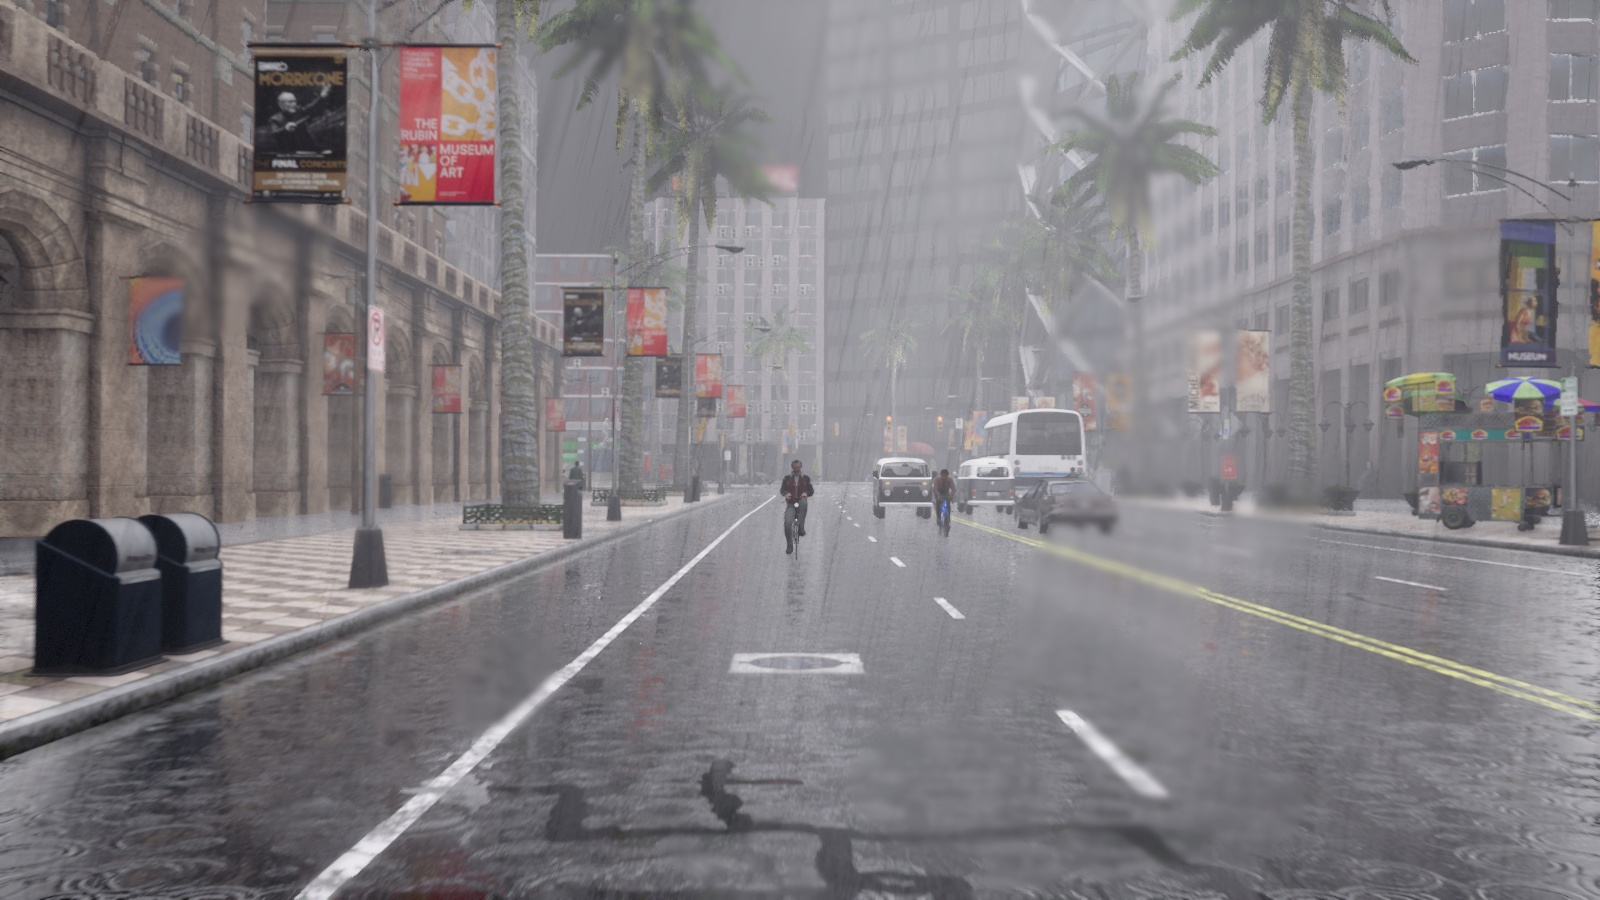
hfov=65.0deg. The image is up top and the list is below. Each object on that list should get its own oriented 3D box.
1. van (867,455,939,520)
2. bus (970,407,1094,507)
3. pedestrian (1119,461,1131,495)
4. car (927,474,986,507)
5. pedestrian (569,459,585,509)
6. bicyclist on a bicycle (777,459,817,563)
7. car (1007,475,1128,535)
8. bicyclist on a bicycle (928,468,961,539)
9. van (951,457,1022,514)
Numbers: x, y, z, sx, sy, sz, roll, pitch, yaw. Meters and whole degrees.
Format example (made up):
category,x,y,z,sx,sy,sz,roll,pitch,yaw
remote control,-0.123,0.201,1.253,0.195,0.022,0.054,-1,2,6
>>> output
category,x,y,z,sx,sy,sz,roll,pitch,yaw
van,3.414,1.232,42.244,2.069,2.038,4.480,0,-1,0
bus,10.565,0.377,58.603,3.944,4.253,10.273,0,-1,1
pedestrian,18.351,1.585,70.898,0.402,1.930,0.666,0,-1,-9
car,7.058,1.790,57.118,2.033,1.411,5.357,0,-1,1
pedestrian,-8.825,1.339,49.724,0.423,1.949,0.788,0,-1,3
bicyclist on a bicycle,-0.054,1.058,22.276,0.659,1.776,1.843,0,-1,0
car,6.921,1.389,33.135,2.033,1.411,5.357,0,-1,0
bicyclist on a bicycle,3.428,1.254,29.865,0.582,1.620,1.656,0,-1,0
van,6.956,1.302,47.268,2.069,2.038,4.480,0,-1,1
